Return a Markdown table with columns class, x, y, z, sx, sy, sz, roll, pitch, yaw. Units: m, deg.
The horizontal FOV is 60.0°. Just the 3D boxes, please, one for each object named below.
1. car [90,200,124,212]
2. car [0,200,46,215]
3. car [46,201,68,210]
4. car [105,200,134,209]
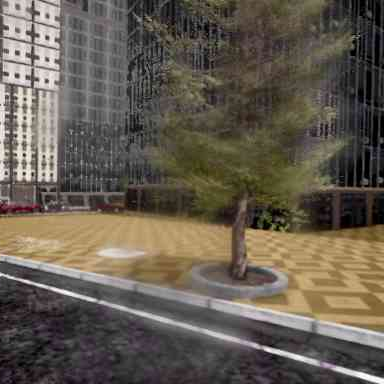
| class | x | y | z | sx | sy | sz | roll | pitch | yaw |
| --- | --- | --- | --- | --- | --- | --- | --- | --- | --- |
| car | -13.051 | 2.297 | 50.139 | 4.507 | 1.381 | 1.887 | 0 | 1 | -34 |
| car | -22.392 | 2.010 | 43.717 | 5.009 | 1.841 | 2.192 | 0 | 1 | -34 |
| car | -22.184 | 2.133 | 53.425 | 4.403 | 1.369 | 2.008 | 0 | 1 | -34 |
| car | -12.979 | 2.163 | 59.748 | 4.829 | 1.417 | 1.752 | 0 | 1 | -34 |
